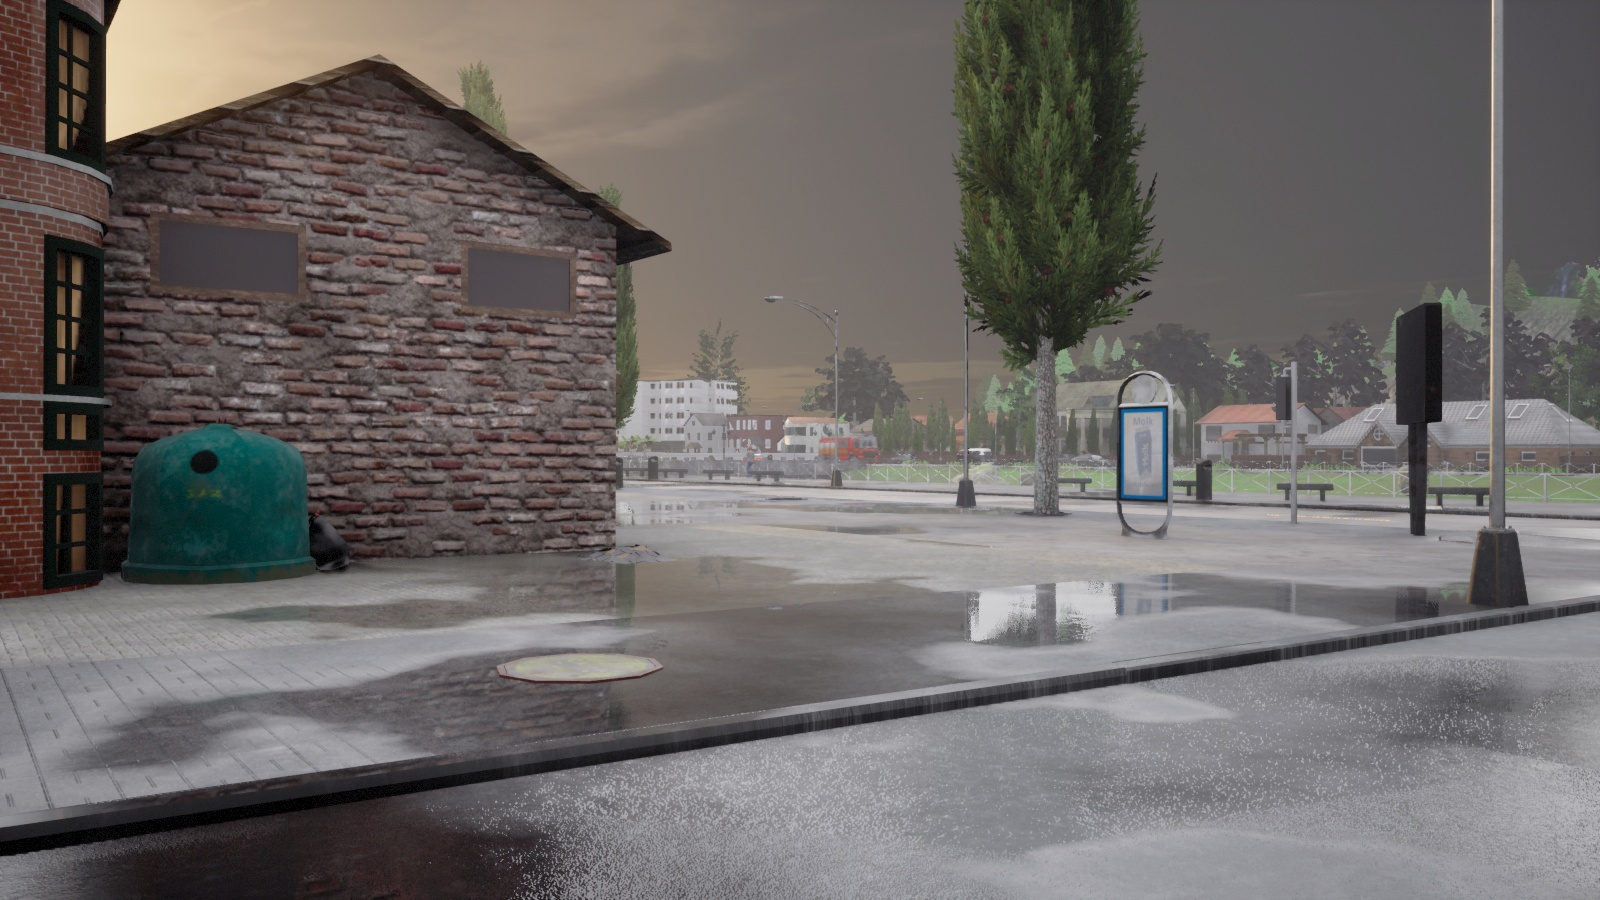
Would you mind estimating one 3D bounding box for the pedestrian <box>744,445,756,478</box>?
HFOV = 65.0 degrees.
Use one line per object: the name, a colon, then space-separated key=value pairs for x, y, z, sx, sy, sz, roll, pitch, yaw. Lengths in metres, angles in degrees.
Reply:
pedestrian: x=-2.761 y=0.629 z=69.019 sx=0.354 sy=1.836 sz=0.706 roll=0 pitch=0 yaw=-35
